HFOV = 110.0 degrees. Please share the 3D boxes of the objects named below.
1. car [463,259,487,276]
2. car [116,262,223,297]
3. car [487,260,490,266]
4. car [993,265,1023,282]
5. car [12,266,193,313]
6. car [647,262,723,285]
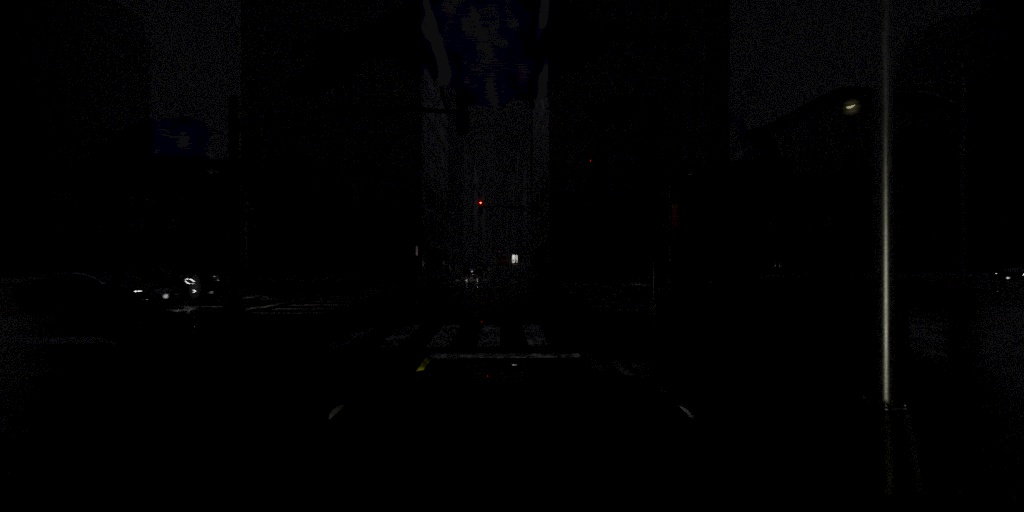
[{"bbox_3d":[-4.005,1.260,37.534,2.128,1.511,4.902,0,0,-2],"label":"car"},{"bbox_3d":[-16.524,1.157,17.002,4.553,1.767,2.097,0,0,-2],"label":"car"},{"bbox_3d":[-4.292,1.282,47.909,1.837,1.490,4.892,0,1,-2],"label":"car"},{"bbox_3d":[37.678,1.154,25.384,5.357,1.411,2.033,0,0,-2],"label":"car"},{"bbox_3d":[-15.811,1.294,13.773,4.902,1.511,2.128,0,0,-2],"label":"car"},{"bbox_3d":[11.787,1.194,24.596,4.892,1.490,1.837,0,0,-2],"label":"car"}]
